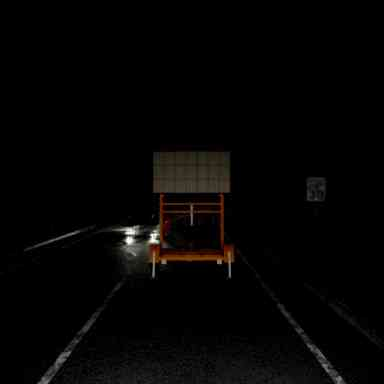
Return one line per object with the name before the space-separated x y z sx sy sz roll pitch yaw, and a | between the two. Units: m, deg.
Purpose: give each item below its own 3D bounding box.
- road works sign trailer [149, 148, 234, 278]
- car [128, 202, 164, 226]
road works sign trailer | -0.010 0.467 10.088 2.380 3.560 2.880 0 0 0
car | -3.160 1.484 23.491 1.882 1.535 5.008 0 0 3
